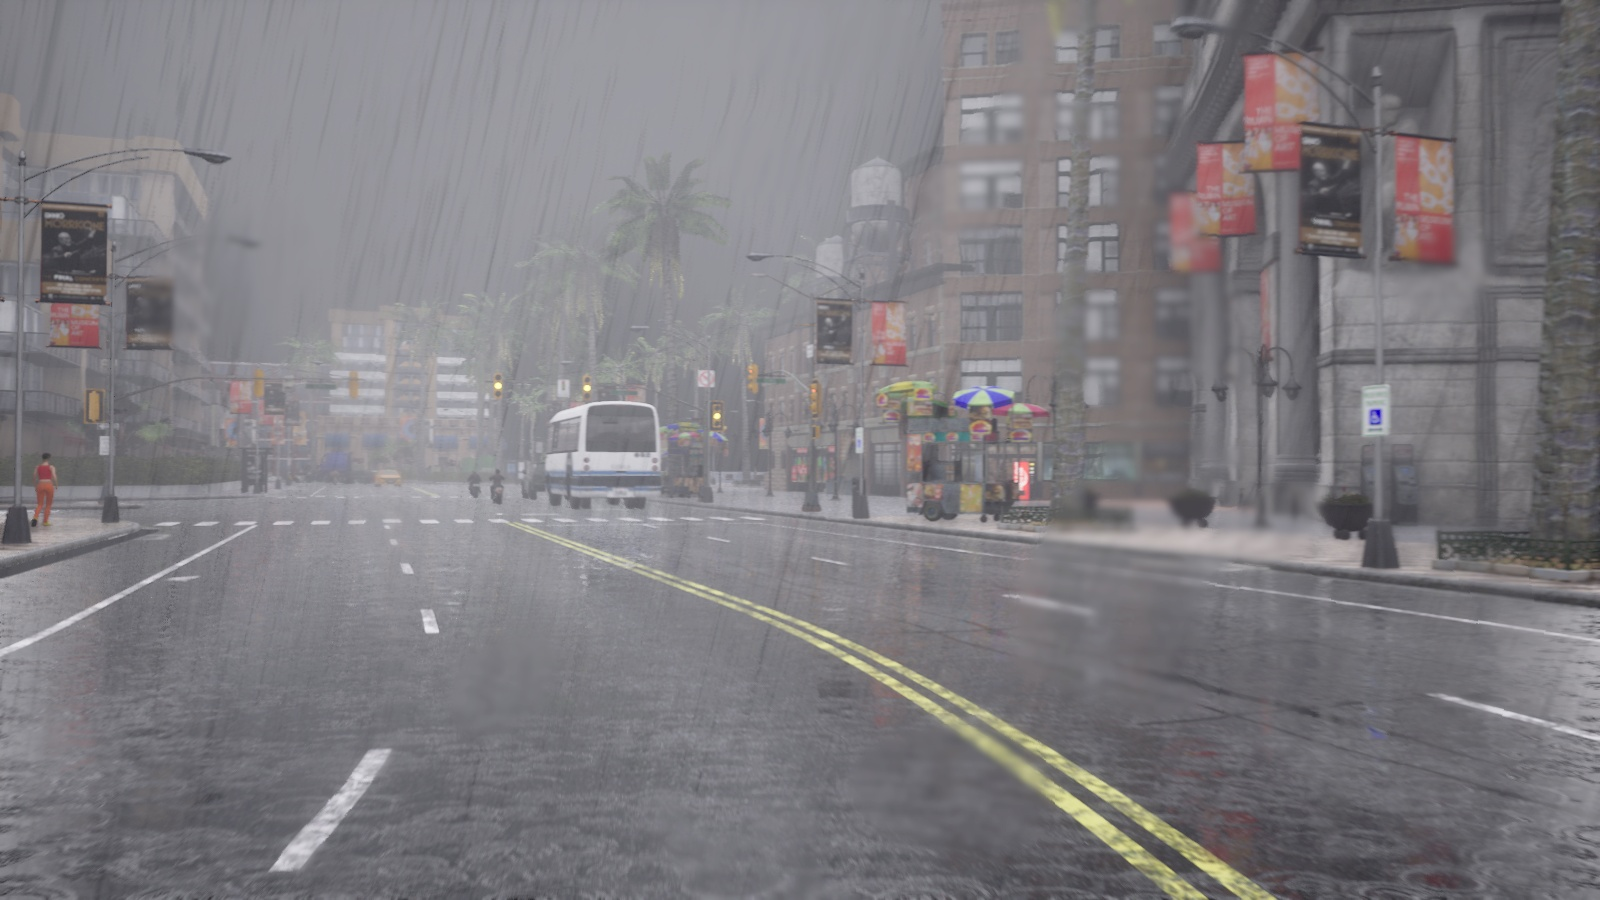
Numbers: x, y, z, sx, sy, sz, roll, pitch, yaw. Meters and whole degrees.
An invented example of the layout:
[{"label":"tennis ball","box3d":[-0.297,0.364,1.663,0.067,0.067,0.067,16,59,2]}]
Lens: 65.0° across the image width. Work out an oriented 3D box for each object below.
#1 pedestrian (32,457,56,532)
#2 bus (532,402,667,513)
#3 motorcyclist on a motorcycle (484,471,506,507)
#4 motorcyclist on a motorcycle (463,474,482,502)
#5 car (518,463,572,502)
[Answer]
[{"label":"pedestrian","box3d":[-18.667,1.084,31.018,0.345,1.836,0.594,0,-1,-14]},{"label":"bus","box3d":[-8.822,0.383,53.803,3.944,4.253,10.273,0,-1,-19]},{"label":"motorcyclist on a motorcycle","box3d":[-14.279,1.821,58.797,0.766,1.649,2.350,0,-1,-19]},{"label":"motorcyclist on a motorcycle","box3d":[-18.388,2.123,70.530,0.866,1.530,2.191,0,-1,-19]},{"label":"car","box3d":[-13.915,1.748,68.348,2.150,2.045,5.566,0,-1,-19]}]
